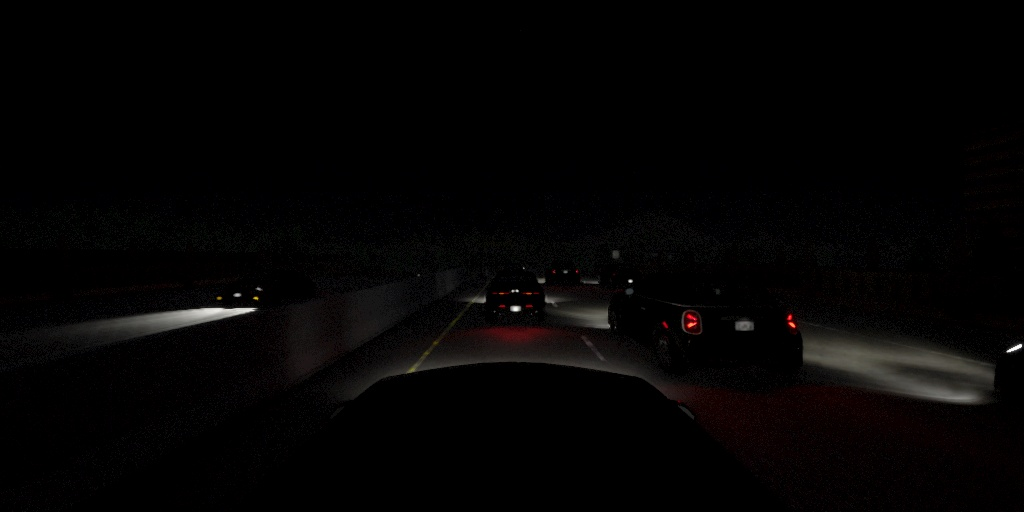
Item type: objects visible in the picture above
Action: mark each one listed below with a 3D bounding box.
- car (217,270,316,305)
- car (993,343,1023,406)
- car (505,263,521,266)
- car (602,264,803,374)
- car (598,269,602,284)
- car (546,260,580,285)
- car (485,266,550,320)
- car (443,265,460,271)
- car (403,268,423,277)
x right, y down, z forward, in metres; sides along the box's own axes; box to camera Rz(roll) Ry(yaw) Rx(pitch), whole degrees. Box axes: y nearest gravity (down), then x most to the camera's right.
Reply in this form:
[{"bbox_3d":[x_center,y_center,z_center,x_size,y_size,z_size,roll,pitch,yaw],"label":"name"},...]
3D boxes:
[{"bbox_3d":[-10.589,1.312,15.812,1.994,1.385,4.181,0,0,0],"label":"car"},{"bbox_3d":[7.107,1.102,2.551,2.097,1.767,4.553,0,0,0],"label":"car"},{"bbox_3d":[0.115,1.322,31.061,2.033,1.411,5.357,0,-1,0],"label":"car"},{"bbox_3d":[3.606,1.101,7.684,2.097,1.767,4.553,0,0,0],"label":"car"},{"bbox_3d":[7.111,1.252,23.944,1.837,1.490,4.892,0,0,0],"label":"car"},{"bbox_3d":[3.612,1.099,26.278,2.097,1.767,4.553,0,0,0],"label":"car"},{"bbox_3d":[0.105,1.253,12.667,1.837,1.490,4.892,0,0,0],"label":"car"},{"bbox_3d":[-7.015,1.819,43.338,2.033,1.411,5.357,0,-4,1],"label":"car"},{"bbox_3d":[-13.995,2.404,50.784,1.812,1.442,4.674,0,-6,1],"label":"car"}]
